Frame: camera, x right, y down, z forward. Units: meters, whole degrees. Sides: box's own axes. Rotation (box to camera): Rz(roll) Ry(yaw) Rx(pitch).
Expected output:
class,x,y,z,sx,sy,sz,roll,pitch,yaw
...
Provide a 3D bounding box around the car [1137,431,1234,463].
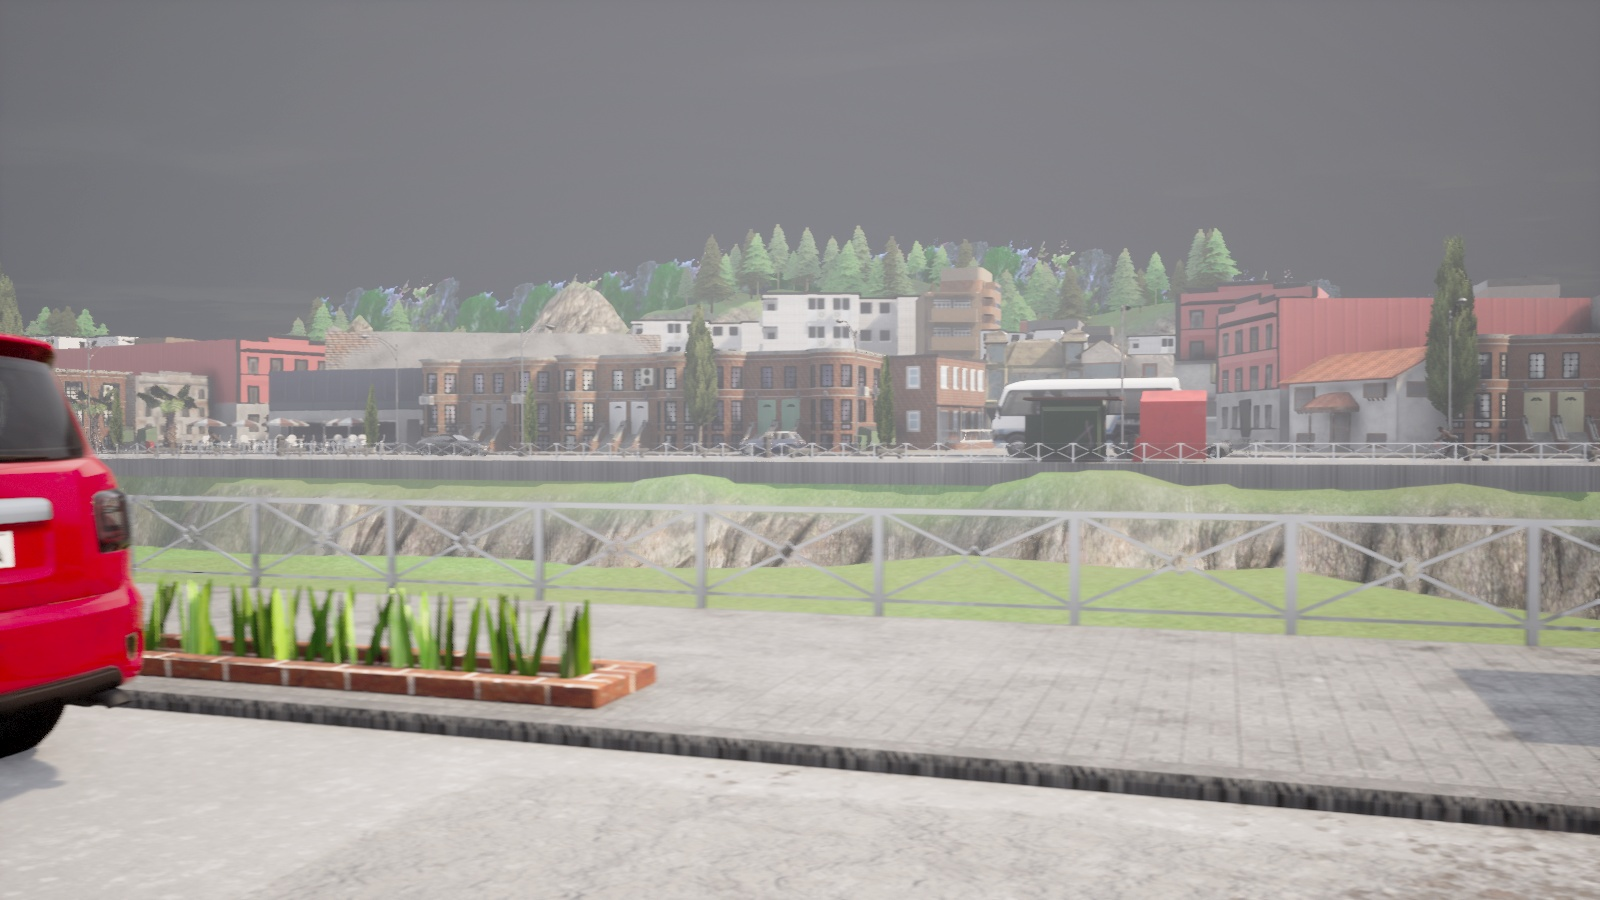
class,x,y,z,sx,sy,sz,roll,pitch,yaw
car,19.165,-0.153,62.370,4.514,1.525,2.007,1,1,19

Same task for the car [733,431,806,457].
class,x,y,z,sx,sy,sz,roll,pitch,yaw
car,-1.763,-0.394,73.619,3.806,1.475,1.970,1,1,19

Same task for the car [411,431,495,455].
class,x,y,z,sx,sy,sz,roll,pitch,yaw
car,-20.947,-0.441,75.847,4.674,1.442,1.812,1,1,19

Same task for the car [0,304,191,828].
class,x,y,z,sx,sy,sz,roll,pitch,yaw
car,-5.795,0.433,5.666,5.566,2.045,2.150,1,1,19

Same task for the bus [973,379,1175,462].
class,x,y,z,sx,sy,sz,roll,pitch,yaw
bus,14.862,-1.583,68.024,10.273,4.253,3.944,1,1,19
